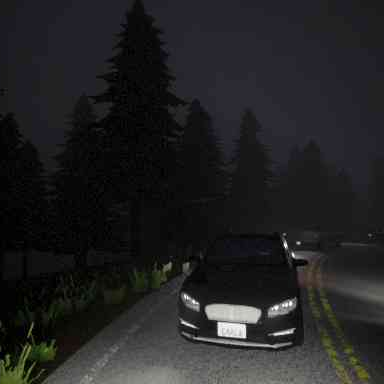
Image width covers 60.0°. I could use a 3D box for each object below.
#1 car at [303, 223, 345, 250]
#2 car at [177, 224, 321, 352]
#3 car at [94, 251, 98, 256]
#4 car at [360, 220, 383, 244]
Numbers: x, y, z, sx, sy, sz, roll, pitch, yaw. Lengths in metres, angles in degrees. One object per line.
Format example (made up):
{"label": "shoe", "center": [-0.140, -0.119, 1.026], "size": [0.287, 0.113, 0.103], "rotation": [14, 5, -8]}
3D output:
{"label": "car", "center": [6.522, 2.310, 17.728], "size": [1.895, 1.301, 4.718], "rotation": [-3, -6, 39]}
{"label": "car", "center": [1.138, 1.562, 6.623], "size": [2.128, 1.511, 4.902], "rotation": [-1, -2, 15]}
{"label": "car", "center": [-20.222, 13.650, 73.003], "size": [4.181, 1.381, 1.994], "rotation": [-2, -5, 31]}
{"label": "car", "center": [15.885, 3.228, 26.478], "size": [5.566, 2.045, 2.150], "rotation": [8, -8, -28]}
